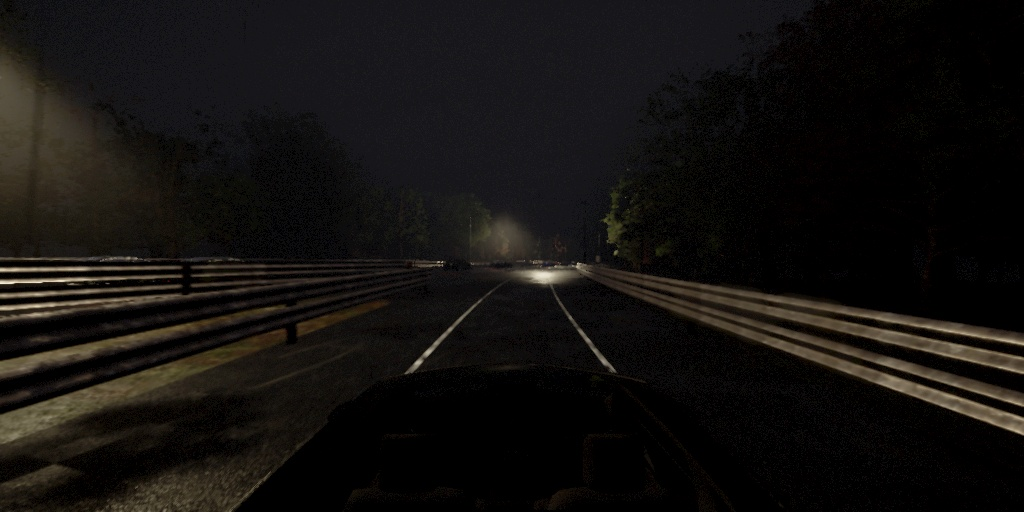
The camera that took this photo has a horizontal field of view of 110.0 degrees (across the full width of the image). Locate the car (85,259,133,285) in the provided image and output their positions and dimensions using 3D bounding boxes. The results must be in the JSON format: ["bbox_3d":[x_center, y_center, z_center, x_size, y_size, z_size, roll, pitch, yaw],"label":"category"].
[{"bbox_3d":[-15.633,0.898,16.557,1.895,1.301,4.718,0,-1,18],"label":"car"}]

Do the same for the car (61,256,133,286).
[{"bbox_3d":[-18.964,0.764,17.636,2.128,1.511,4.902,0,-1,18],"label":"car"}]

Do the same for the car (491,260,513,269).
[{"bbox_3d":[-1.279,1.494,62.020,2.128,1.511,4.902,0,-1,17],"label":"car"}]

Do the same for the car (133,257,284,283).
[{"bbox_3d":[-12.321,0.814,15.430,2.128,1.511,4.902,0,-1,18],"label":"car"}]

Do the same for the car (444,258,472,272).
[{"bbox_3d":[-6.683,1.080,44.780,2.097,1.767,4.553,0,-1,17],"label":"car"}]
